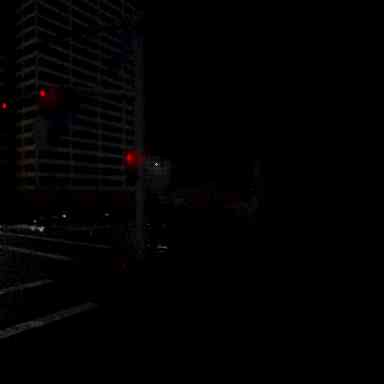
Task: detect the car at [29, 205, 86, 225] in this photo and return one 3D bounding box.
[{"bbox_3d":[-10.065,1.773,26.736,2.033,1.411,5.357,-1,0,35],"label":"car"}]

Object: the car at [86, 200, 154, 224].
[{"bbox_3d":[-5.693,1.670,26.859,1.882,1.535,5.008,-1,0,35],"label":"car"}]
